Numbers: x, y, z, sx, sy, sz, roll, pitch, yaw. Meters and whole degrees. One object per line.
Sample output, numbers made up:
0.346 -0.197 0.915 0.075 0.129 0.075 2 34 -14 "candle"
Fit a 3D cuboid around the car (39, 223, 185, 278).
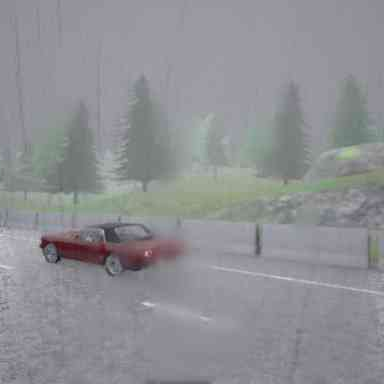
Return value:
-2.606 1.587 10.107 4.718 1.301 1.895 0 0 36 "car"
